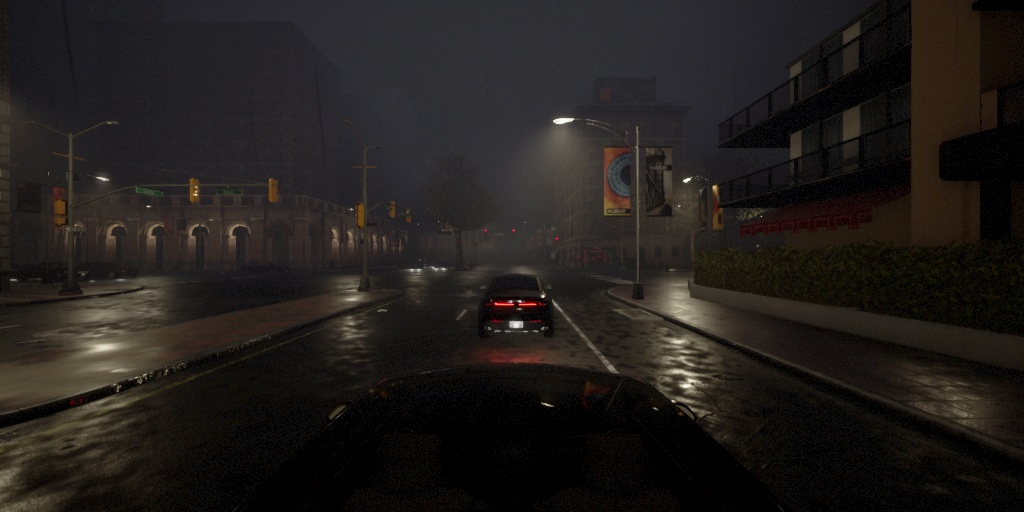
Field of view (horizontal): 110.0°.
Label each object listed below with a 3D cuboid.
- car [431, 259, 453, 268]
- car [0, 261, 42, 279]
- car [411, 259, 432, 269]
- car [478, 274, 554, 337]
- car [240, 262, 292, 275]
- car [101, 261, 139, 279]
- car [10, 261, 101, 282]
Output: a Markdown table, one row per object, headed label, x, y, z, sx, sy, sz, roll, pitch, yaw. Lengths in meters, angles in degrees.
| label | x | y | z | sx | sy | sz | roll | pitch | yaw |
| --- | --- | --- | --- | --- | --- | --- | --- | --- | --- |
| car | -11.352 | 1.314 | 58.682 | 1.994 | 1.385 | 4.181 | 0 | 0 | 0 |
| car | -46.128 | 1.228 | 32.356 | 5.008 | 1.535 | 1.882 | 0 | 0 | 0 |
| car | -14.857 | 1.241 | 57.911 | 2.128 | 1.511 | 4.902 | 0 | 0 | 0 |
| car | 0.109 | 1.255 | 10.285 | 1.837 | 1.490 | 4.892 | 0 | 0 | 0 |
| car | -27.096 | 1.351 | 39.545 | 4.718 | 1.301 | 1.895 | 0 | 0 | 0 |
| car | -36.674 | 1.228 | 32.335 | 5.008 | 1.535 | 1.882 | 0 | 0 | 0 |
| car | -36.930 | 1.241 | 28.836 | 4.902 | 1.511 | 2.128 | 0 | 0 | 0 |
